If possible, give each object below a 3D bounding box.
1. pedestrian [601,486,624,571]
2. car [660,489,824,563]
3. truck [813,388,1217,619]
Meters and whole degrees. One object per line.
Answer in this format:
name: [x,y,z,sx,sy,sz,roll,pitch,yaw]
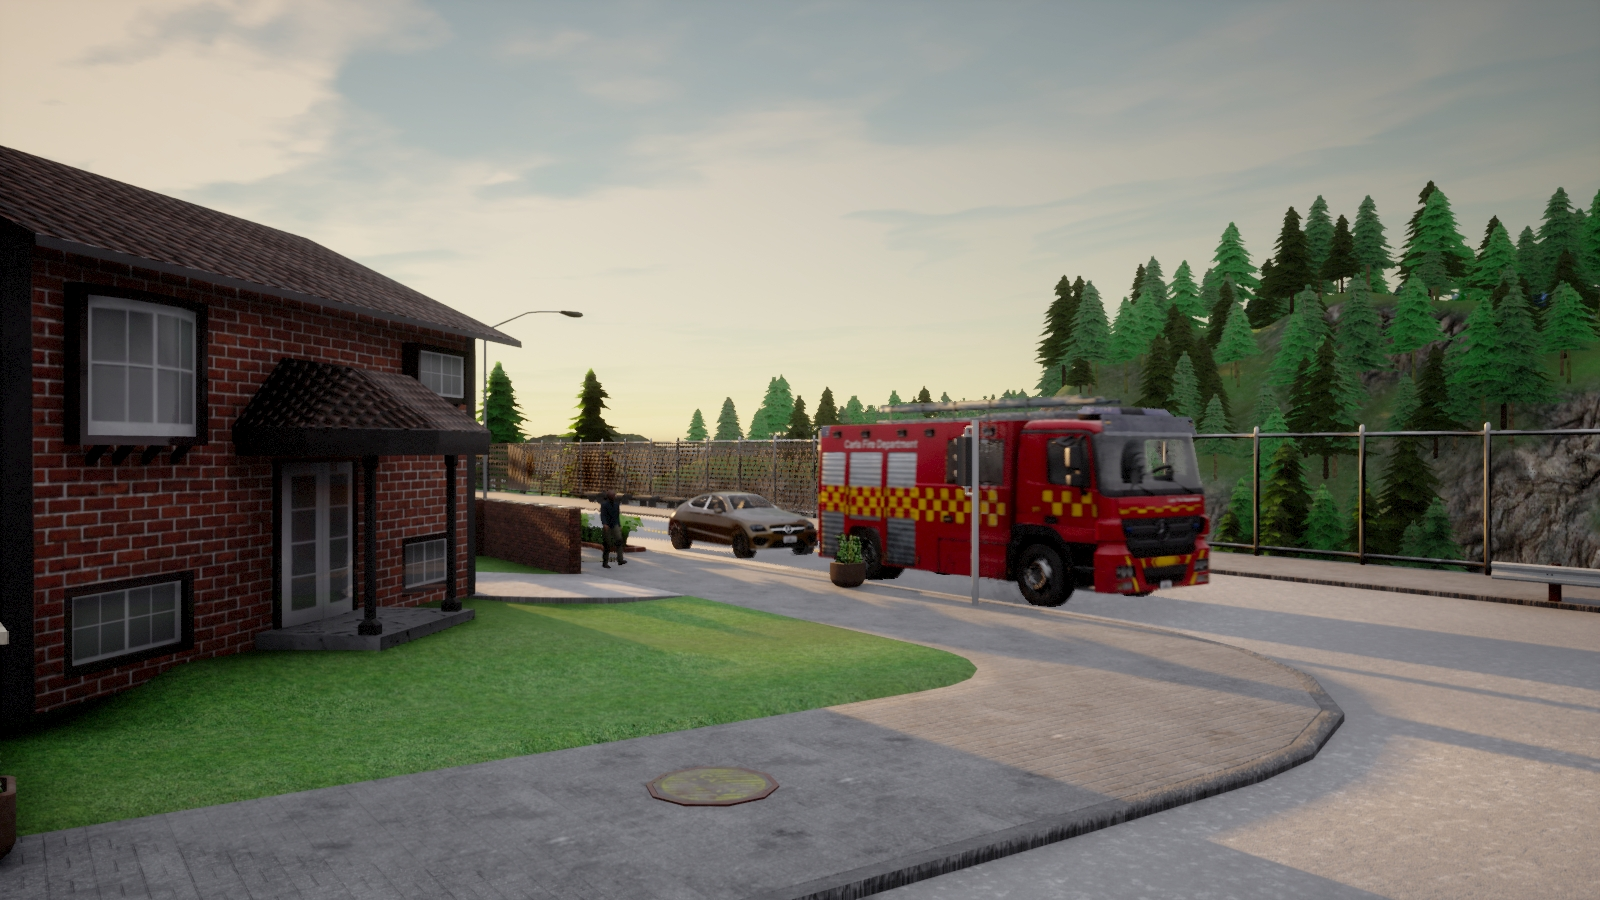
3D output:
pedestrian: [-4.209,1.745,25.611,0.375,1.860,0.375,0,0,-35]
car: [-1.688,1.992,31.250,2.152,1.651,5.027,0,0,-35]
truck: [3.910,0.891,23.229,2.891,3.827,8.468,0,0,-35]
